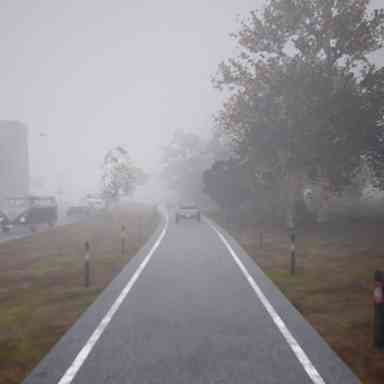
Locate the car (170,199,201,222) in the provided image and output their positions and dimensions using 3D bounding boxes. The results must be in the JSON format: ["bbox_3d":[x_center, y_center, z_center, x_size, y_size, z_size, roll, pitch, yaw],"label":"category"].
[{"bbox_3d":[-0.402,1.459,25.744,2.128,1.511,4.902,0,0,-3],"label":"car"}]

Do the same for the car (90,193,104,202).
[{"bbox_3d":[-24.113,1.399,83.937,2.435,2.045,5.566,2,-2,-25],"label":"car"}]

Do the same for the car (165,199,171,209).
[{"bbox_3d":[-2.418,1.509,42.970,1.895,1.301,4.718,0,0,-9],"label":"car"}]

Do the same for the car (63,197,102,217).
[{"bbox_3d":[-9.874,1.442,30.223,2.002,1.452,4.674,1,-1,-5],"label":"car"}]

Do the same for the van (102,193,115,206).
[{"bbox_3d":[-13.161,1.156,52.213,1.878,1.987,4.442,1,-1,-15],"label":"van"}]

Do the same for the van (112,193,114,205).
[{"bbox_3d":[-11.112,1.157,41.216,1.878,1.987,4.442,1,-1,-10],"label":"van"}]

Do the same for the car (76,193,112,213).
[{"bbox_3d":[-10.399,1.141,35.760,2.435,2.045,5.566,1,-1,-9],"label":"car"}]

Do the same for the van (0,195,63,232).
[{"bbox_3d":[-9.258,1.188,18.985,1.878,1.987,4.442,0,-1,-2],"label":"van"}]
